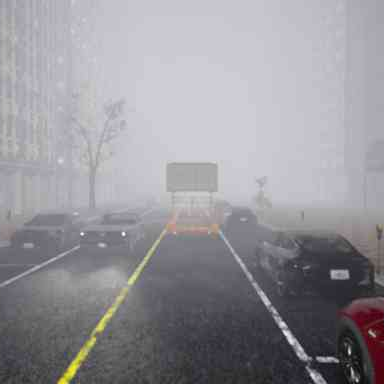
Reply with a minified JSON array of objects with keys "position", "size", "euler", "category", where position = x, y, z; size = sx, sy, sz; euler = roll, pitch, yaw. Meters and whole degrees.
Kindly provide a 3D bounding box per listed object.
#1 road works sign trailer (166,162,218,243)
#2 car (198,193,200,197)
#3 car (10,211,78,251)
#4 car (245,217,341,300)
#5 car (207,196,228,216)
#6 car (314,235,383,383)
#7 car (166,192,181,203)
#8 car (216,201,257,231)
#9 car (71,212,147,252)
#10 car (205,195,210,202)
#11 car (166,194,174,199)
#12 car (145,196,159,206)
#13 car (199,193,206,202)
[{"position":[0.006,0.379,15.664],"size":[2.380,3.560,2.880],"euler":[0,0,0],"category":"road works sign trailer"},{"position":[2.712,1.089,81.474],"size":[2.008,1.369,4.403],"euler":[-1,0,0],"category":"car"},{"position":[-5.694,1.491,13.762],"size":[1.947,1.339,4.313],"euler":[-1,0,0],"category":"car"},{"position":[2.685,1.521,8.119],"size":[1.947,1.339,4.313],"euler":[-1,0,0],"category":"car"},{"position":[2.693,1.376,30.690],"size":[1.887,1.381,4.507],"euler":[-1,0,0],"category":"car"},{"position":[2.682,1.426,2.476],"size":[1.967,1.590,4.097],"euler":[-1,0,0],"category":"car"},{"position":[-2.980,1.163,59.076],"size":[1.882,1.535,5.008],"euler":[0,0,0],"category":"car"},{"position":[2.689,1.460,19.405],"size":[1.947,1.339,4.313],"euler":[-1,0,0],"category":"car"},{"position":[-3.096,1.526,13.704],"size":[1.895,1.301,4.718],"euler":[0,0,0],"category":"car"},{"position":[2.695,1.324,36.502],"size":[1.752,1.417,4.829],"euler":[-1,0,0],"category":"car"},{"position":[-5.666,1.087,87.099],"size":[1.802,1.307,4.206],"euler":[-1,0,0],"category":"car"},{"position":[-5.681,1.286,47.610],"size":[2.008,1.369,4.403],"euler":[-1,0,0],"category":"car"},{"position":[2.703,1.216,58.903],"size":[1.887,1.381,4.507],"euler":[-1,0,0],"category":"car"}]
